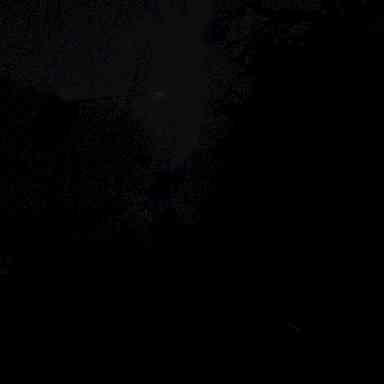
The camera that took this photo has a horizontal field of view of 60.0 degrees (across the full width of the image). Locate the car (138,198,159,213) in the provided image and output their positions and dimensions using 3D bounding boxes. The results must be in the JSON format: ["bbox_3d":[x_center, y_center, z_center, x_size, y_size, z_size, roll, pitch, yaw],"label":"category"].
[{"bbox_3d":[-5.370,1.754,39.977,2.033,1.411,5.357,0,0,-5],"label":"car"}]

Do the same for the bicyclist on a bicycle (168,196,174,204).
[{"bbox_3d":[-4.246,1.645,69.762,0.866,1.612,1.509,0,1,-8],"label":"bicyclist on a bicycle"}]

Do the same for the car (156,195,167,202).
[{"bbox_3d":[-7.114,1.620,81.989,2.033,1.411,5.357,0,0,-10],"label":"car"}]

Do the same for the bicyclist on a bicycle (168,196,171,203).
[{"bbox_3d":[-5.233,1.650,76.224,0.582,1.620,1.656,0,0,-9],"label":"bicyclist on a bicycle"}]
